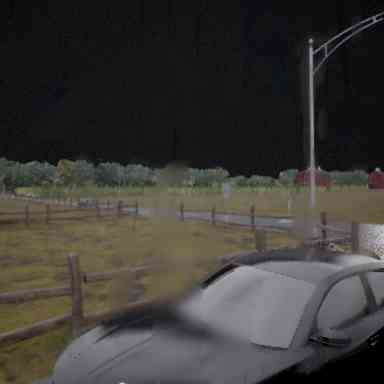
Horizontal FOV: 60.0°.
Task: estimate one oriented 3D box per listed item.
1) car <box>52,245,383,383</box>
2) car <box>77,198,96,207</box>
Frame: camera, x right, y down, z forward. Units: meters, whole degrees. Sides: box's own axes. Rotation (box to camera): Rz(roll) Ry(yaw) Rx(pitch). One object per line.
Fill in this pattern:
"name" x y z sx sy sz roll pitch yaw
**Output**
"car" 1.096 1.453 3.731 5.008 1.535 1.882 -1 0 -36
"car" -16.300 1.575 51.672 2.033 1.411 5.357 -2 1 -35
